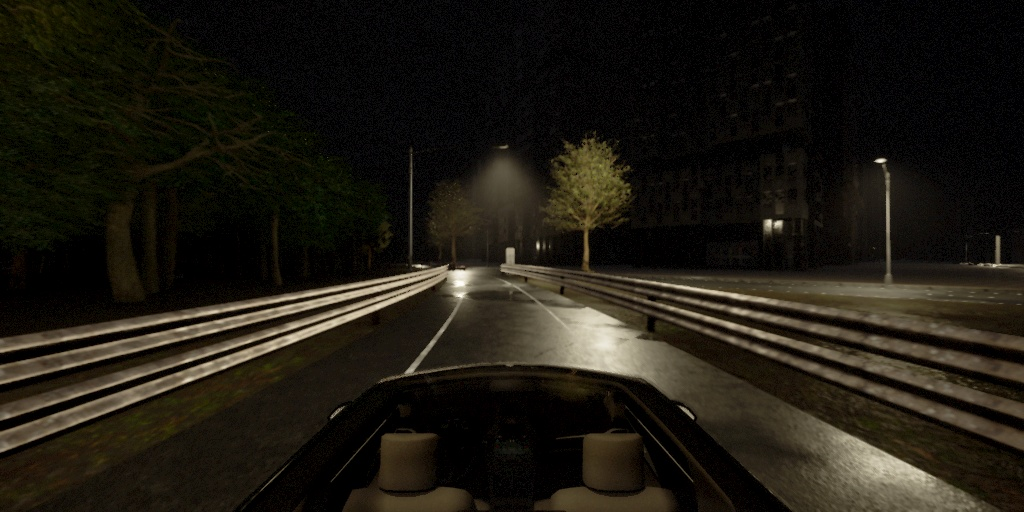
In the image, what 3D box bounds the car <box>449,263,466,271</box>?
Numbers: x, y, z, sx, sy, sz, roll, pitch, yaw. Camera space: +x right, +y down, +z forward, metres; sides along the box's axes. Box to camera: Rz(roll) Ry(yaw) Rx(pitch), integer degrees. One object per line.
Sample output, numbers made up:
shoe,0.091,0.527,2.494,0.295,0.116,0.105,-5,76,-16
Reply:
car,-8.278,1.635,54.243,1.895,1.301,4.718,0,0,-19
